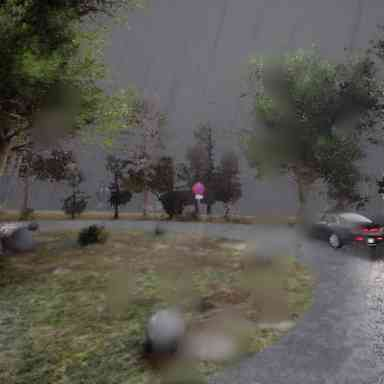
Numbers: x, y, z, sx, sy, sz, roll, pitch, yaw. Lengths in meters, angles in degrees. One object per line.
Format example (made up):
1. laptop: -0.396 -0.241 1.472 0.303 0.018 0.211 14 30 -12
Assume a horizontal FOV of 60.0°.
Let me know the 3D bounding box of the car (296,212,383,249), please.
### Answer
1. car: 6.644 1.695 15.521 1.837 1.490 4.892 2 -1 -10
